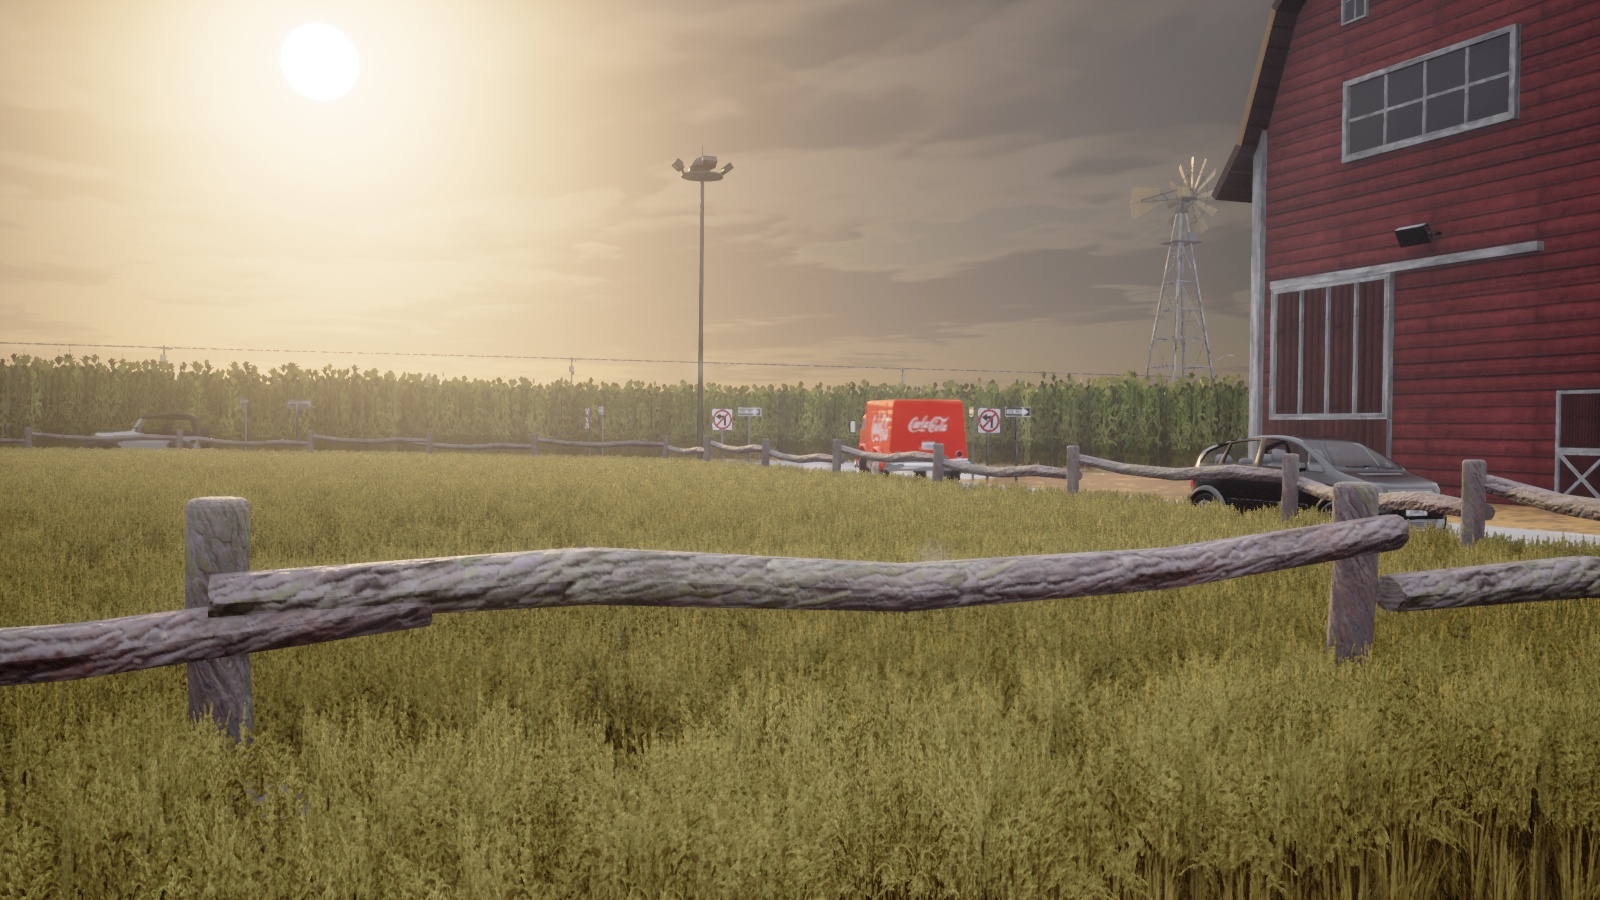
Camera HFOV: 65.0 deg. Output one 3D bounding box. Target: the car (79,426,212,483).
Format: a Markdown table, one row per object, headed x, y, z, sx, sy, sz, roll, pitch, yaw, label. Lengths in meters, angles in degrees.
| x | y | z | sx | sy | sz | roll | pitch | yaw | label |
| --- | --- | --- | --- | --- | --- | --- | --- | --- | --- |
| -22.550 | 0.126 | 43.421 | 3.866 | 1.878 | 1.905 | -1 | 1 | -21 | car |

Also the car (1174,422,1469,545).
| x | y | z | sx | sy | sz | roll | pitch | yaw | label |
| --- | --- | --- | --- | --- | --- | --- | --- | --- | --- |
| 7.318 | 0.405 | 17.988 | 1.789 | 1.549 | 3.705 | -1 | 1 | -23 | car |

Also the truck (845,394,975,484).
| x | y | z | sx | sy | sz | roll | pitch | yaw | label |
| --- | --- | --- | --- | --- | --- | --- | --- | --- | --- |
| 3.214 | -0.346 | 38.165 | 2.627 | 2.467 | 5.204 | -2 | 1 | -10 | truck |
